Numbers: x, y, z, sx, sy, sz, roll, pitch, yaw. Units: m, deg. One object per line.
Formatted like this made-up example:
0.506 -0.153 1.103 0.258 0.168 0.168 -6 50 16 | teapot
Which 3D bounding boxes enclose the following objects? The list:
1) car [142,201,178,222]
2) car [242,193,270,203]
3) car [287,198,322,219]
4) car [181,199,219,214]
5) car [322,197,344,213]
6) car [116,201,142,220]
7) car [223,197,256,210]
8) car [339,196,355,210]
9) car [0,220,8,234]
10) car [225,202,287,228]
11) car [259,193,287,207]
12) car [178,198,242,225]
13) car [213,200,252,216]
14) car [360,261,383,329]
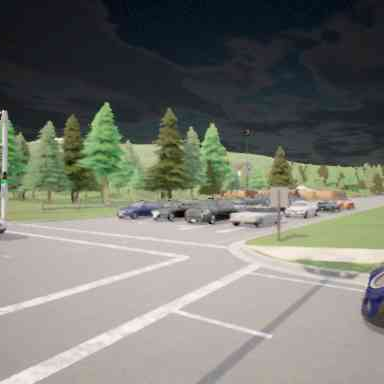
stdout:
-1.274 1.463 26.424 2.128 1.511 4.902 0 0 36 | car
7.063 1.199 31.888 2.150 2.045 5.566 0 0 36 | car
9.776 1.510 29.658 1.812 1.442 4.674 0 0 36 | car
0.877 1.530 35.284 1.994 1.385 4.181 0 0 36 | car
14.950 1.548 36.711 1.994 1.385 4.181 0 0 37 | car
-4.291 1.492 28.229 1.812 1.442 4.674 0 0 36 | car
6.146 1.457 42.465 2.128 1.511 4.902 0 0 36 | car
19.392 1.336 42.766 2.097 1.767 4.553 0 0 36 | car
-11.021 1.569 16.157 4.718 1.301 1.895 0 0 36 | car
4.384 1.585 22.298 1.895 1.301 4.718 0 0 36 | car
12.523 1.187 51.087 2.150 2.045 5.566 0 0 37 | car
1.409 1.330 24.162 2.097 1.767 4.553 0 0 36 | car
4.202 1.573 33.903 1.895 1.301 4.718 0 0 36 | car
4.975 1.355 4.742 4.553 1.767 2.097 0 0 36 | car
